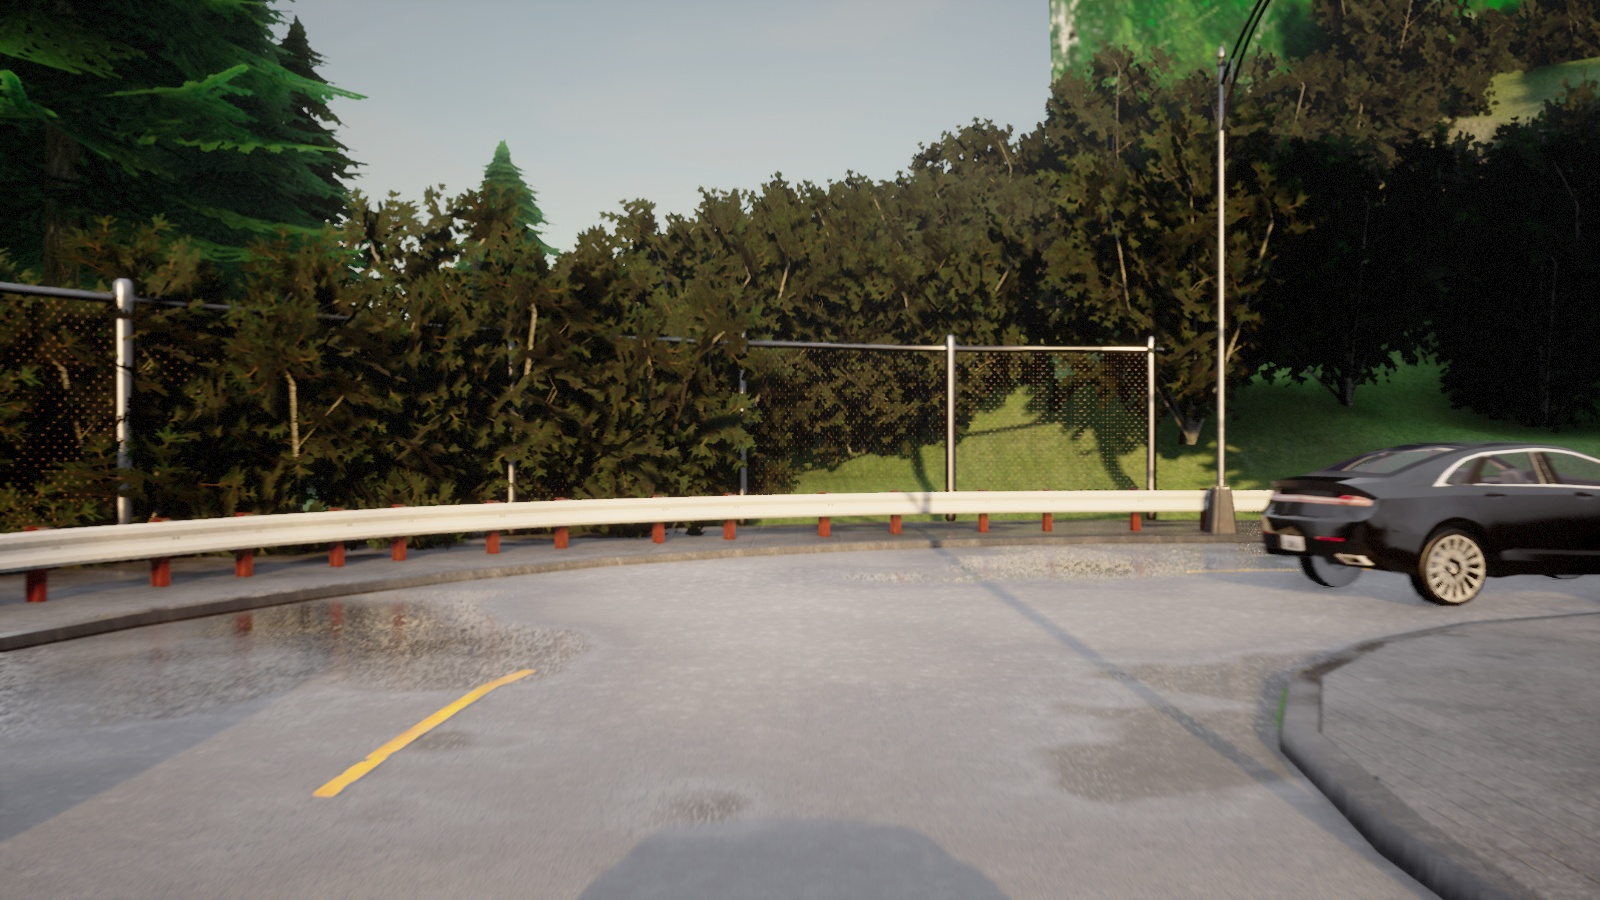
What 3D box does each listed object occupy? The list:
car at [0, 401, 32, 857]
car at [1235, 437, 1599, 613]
[{"bbox_3d":[-3.989,0.660,2.330,2.033,1.649,4.856,0,0,2],"label":"car"},{"bbox_3d":[7.096,0.639,12.417,4.902,1.511,2.128,0,0,-14],"label":"car"}]
